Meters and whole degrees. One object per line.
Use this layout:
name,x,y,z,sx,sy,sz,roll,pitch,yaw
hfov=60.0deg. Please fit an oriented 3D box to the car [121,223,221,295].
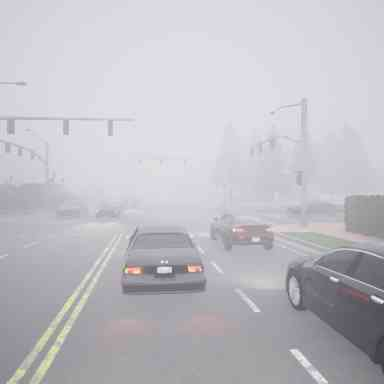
car,-0.838,1.547,8.896,2.033,1.411,5.357,0,0,-7

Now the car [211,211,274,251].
car,2.005,1.526,14.158,1.812,1.442,4.674,0,0,-7

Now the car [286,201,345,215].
car,12.062,1.547,32.511,5.357,1.411,2.033,0,0,-5

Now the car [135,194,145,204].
car,-10.528,1.525,64.532,1.812,1.442,4.674,0,0,-6

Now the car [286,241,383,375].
car,2.980,1.505,4.964,1.837,1.490,4.892,0,0,-5

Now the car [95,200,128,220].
car,-6.849,1.601,28.014,1.895,1.301,4.718,0,0,-5

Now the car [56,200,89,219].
car,-10.506,1.477,29.551,1.882,1.535,5.008,0,0,-5

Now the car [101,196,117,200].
car,-12.165,1.564,46.755,1.994,1.385,4.181,0,0,-6

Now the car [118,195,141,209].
car,-8.560,1.491,46.059,2.128,1.511,4.902,0,0,-7

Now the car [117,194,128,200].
car,-13.921,1.492,63.297,2.128,1.511,4.902,0,0,-6
